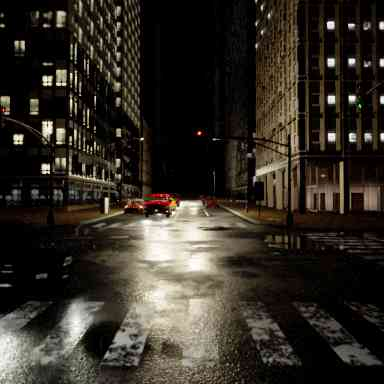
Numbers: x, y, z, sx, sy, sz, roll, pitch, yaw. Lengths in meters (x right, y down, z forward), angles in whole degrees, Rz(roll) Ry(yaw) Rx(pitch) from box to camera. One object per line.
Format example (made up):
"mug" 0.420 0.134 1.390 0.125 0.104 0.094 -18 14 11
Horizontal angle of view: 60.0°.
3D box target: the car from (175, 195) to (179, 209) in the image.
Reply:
"car" -3.040 1.493 41.552 1.882 1.535 5.008 0 0 0

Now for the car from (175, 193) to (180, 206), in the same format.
"car" -3.019 1.241 52.051 2.150 2.045 5.566 0 0 0

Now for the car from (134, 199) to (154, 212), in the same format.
"car" -5.623 1.597 39.371 1.802 1.307 4.206 1 0 0

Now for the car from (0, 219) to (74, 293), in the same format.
"car" -4.850 1.483 8.721 1.882 1.535 5.008 2 -1 -44

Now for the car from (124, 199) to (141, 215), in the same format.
"car" -5.627 1.453 33.796 1.967 1.590 4.097 1 0 0

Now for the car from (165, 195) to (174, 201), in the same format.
"car" -5.560 1.578 83.972 1.887 1.381 4.507 1 0 0

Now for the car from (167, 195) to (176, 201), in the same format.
"car" -5.552 1.587 89.548 2.008 1.369 4.403 1 0 0

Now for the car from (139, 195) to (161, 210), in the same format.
"car" -5.609 1.332 44.947 2.192 1.841 5.009 1 0 0

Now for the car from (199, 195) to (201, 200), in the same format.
"car" 2.789 1.590 61.730 1.947 1.339 4.313 1 0 0

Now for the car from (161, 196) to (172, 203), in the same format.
"car" -5.575 1.573 72.822 1.887 1.381 4.507 1 0 0

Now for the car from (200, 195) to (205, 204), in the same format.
"car" 2.783 1.547 56.322 1.752 1.417 4.829 1 0 0

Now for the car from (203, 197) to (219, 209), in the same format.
"car" 2.765 1.599 44.997 1.802 1.307 4.206 1 0 0

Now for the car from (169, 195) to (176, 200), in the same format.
"car" -5.545 1.605 95.123 1.947 1.339 4.313 1 0 0

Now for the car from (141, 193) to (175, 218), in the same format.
"car" -3.051 1.233 31.125 2.150 2.045 5.566 0 0 0
